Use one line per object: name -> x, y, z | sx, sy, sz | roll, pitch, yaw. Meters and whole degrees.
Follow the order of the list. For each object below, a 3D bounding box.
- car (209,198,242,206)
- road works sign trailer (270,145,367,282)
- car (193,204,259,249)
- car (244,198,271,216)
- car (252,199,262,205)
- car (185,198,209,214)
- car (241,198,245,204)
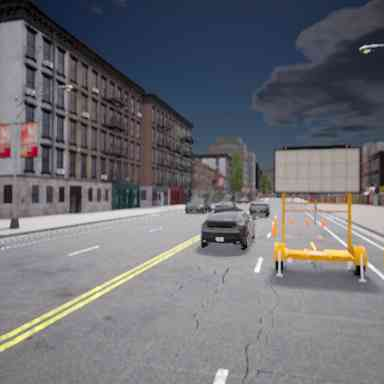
car -> 3.556, 1.628, 34.420 | 2.033, 1.411, 5.357 | 0, -1, 16
road works sign trailer -> 3.654, 0.442, 9.874 | 2.380, 3.560, 2.880 | 0, 0, 15
car -> 1.676, 1.478, 14.569 | 1.837, 1.490, 4.892 | 0, 0, 15
car -> 6.781, 1.576, 33.135 | 2.128, 1.511, 4.902 | 0, -1, 15
car -> 14.589, 2.241, 74.159 | 1.895, 1.301, 4.718 | 0, -1, 15
car -> 0.726, 1.435, 36.375 | 2.097, 1.767, 4.553 | 0, -1, 15
car -> 11.796, 2.107, 76.259 | 1.882, 1.535, 5.008 | 0, -1, 15
